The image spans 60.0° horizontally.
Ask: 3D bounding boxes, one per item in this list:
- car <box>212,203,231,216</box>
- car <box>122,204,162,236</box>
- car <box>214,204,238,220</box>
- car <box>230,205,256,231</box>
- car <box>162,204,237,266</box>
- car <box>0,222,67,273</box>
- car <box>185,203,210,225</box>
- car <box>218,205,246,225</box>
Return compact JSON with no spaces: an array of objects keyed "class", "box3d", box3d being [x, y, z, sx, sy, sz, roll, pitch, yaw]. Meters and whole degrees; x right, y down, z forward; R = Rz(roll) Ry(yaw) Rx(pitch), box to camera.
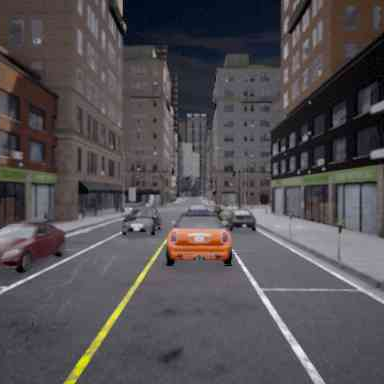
[{"class":"car","box3d":[3.395,1.994,38.777,1.802,1.307,4.206,0,-1,1]},{"class":"car","box3d":[-2.837,1.687,19.702,2.128,1.511,4.902,0,-1,1]},{"class":"car","box3d":[3.315,1.922,33.193,1.947,1.339,4.313,0,-1,1]},{"class":"car","box3d":[3.156,1.794,22.022,2.008,1.369,4.403,0,-1,1]},{"class":"car","box3d":[0.255,1.483,12.291,2.097,1.767,4.553,0,-1,1]},{"class":"car","box3d":[-5.541,1.676,10.972,1.802,1.307,4.206,0,-1,1]},{"class":"car","box3d":[0.472,1.769,27.930,1.882,1.535,5.008,0,-1,1]},{"class":"car","box3d":[3.238,1.827,27.778,1.752,1.417,4.829,0,-1,1]}]
